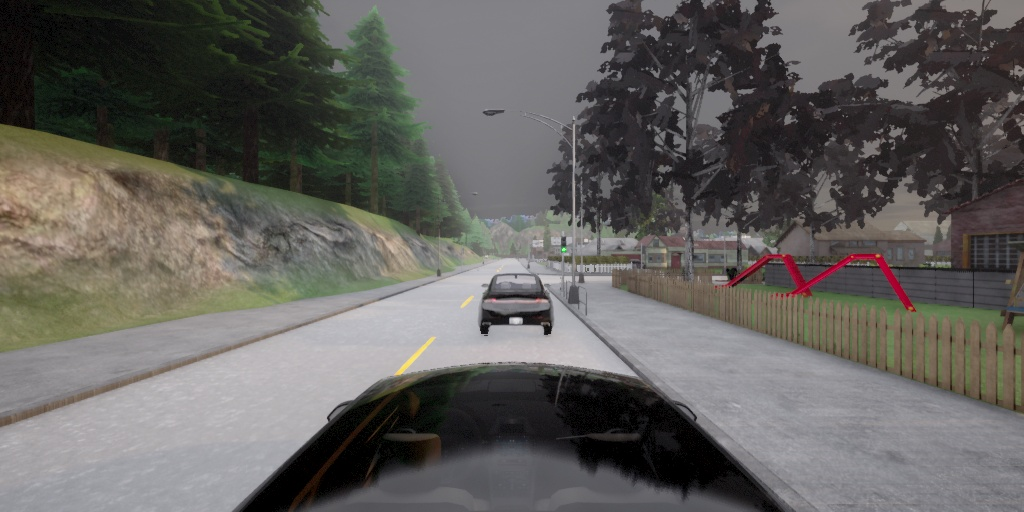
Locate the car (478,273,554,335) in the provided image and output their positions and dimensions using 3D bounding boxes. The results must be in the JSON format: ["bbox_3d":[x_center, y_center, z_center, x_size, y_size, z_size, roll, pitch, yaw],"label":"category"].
[{"bbox_3d":[0.117,1.242,10.485,2.128,1.511,4.902,0,0,1],"label":"car"}]
